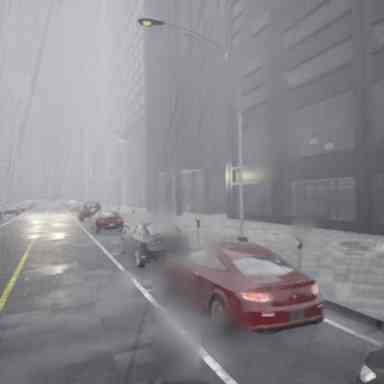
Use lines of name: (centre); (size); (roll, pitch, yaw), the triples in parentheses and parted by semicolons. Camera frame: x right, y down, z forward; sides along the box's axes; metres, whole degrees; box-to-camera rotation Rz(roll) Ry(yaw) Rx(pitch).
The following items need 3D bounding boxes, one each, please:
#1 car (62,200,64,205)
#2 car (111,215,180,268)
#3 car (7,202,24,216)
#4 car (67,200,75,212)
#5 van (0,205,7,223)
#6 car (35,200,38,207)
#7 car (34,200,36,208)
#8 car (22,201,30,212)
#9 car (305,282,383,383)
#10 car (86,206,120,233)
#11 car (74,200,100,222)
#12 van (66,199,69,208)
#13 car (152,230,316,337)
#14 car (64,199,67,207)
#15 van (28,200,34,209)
car: (-29.369, 2.973, 79.607); (2.008, 1.369, 4.403); (-1, -1, -22)
car: (-1.434, 1.708, 11.882); (2.008, 1.369, 4.403); (-1, -1, -22)
car: (-24.351, 2.465, 45.085); (1.887, 1.381, 4.507); (-1, -1, -22)
car: (-18.690, 2.454, 53.716); (1.752, 1.417, 4.829); (-1, -1, -22)
van: (-17.907, 1.970, 29.457); (1.690, 1.788, 3.998); (-1, -1, -22)
car: (-37.244, 3.080, 76.345); (1.947, 1.339, 4.313); (-1, -1, -22)
car: (-35.095, 2.981, 71.135); (1.947, 1.339, 4.313); (-1, -1, -22)
car: (-28.649, 2.683, 55.505); (1.947, 1.339, 4.313); (-1, -1, -22)
car: (2.864, 1.522, 1.463); (2.008, 1.369, 4.403); (-1, -1, -22)
car: (-5.732, 1.890, 22.301); (1.887, 1.381, 4.507); (-1, -1, -22)
car: (-10.034, 1.851, 32.722); (2.192, 1.841, 5.009); (-1, -1, -22)
van: (-20.778, 2.366, 58.770); (1.690, 1.788, 3.998); (-1, -1, -22)
car: (0.716, 1.646, 6.672); (1.802, 1.307, 4.206); (-1, -1, -22)
car: (-25.074, 2.664, 69.189); (1.967, 1.590, 4.097); (-1, -1, -22)
van: (-32.951, 2.657, 65.927); (1.690, 1.788, 3.998); (-1, -1, -22)
